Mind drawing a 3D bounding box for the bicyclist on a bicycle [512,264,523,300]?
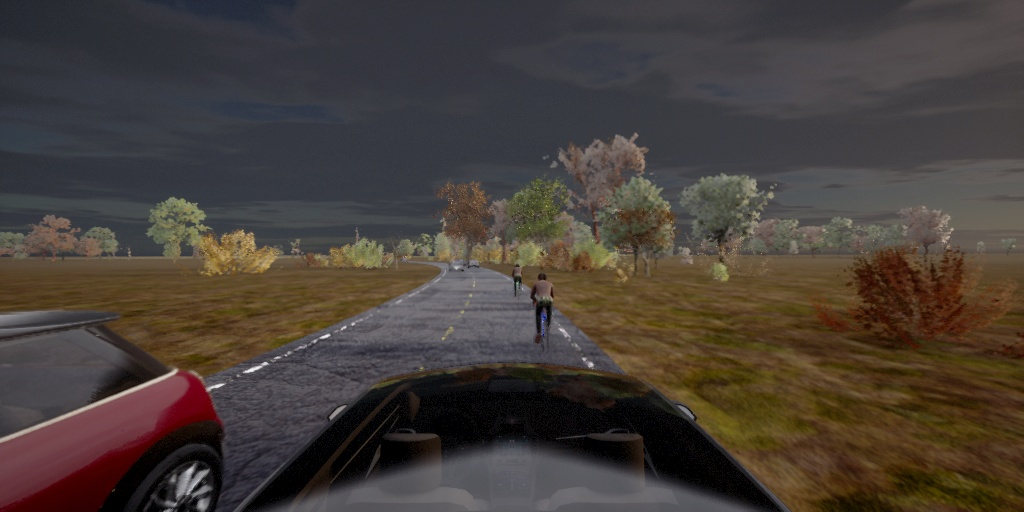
[{"bbox_3d":[0.270,1.204,16.957,0.582,1.620,1.656,0,0,-3],"label":"bicyclist on a bicycle"}]

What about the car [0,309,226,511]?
[{"bbox_3d":[-3.152,1.102,0.689,2.097,1.767,4.553,0,0,0],"label":"car"}]

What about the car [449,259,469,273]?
[{"bbox_3d":[-6.838,1.256,44.207,2.128,1.511,4.902,0,0,-10],"label":"car"}]

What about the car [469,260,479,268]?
[{"bbox_3d":[-6.545,1.322,59.215,2.033,1.411,5.357,0,0,-13],"label":"car"}]

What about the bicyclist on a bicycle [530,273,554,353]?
[{"bbox_3d":[0.683,1.203,7.869,0.582,1.620,1.656,0,0,-2],"label":"bicyclist on a bicycle"}]
